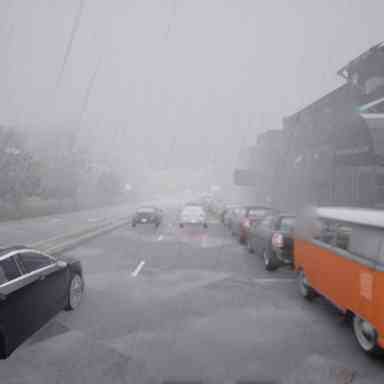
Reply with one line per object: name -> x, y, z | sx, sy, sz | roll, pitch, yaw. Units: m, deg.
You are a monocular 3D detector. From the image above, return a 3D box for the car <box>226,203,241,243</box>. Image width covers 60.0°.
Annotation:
car -> 3.218, 1.498, 17.025 | 2.185, 1.767, 4.553 | 0, 0, 0

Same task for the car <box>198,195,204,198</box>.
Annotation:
car -> 3.175, 1.836, 72.336 | 2.435, 2.045, 5.566 | 0, 0, 0

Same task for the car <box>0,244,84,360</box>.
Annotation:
car -> -3.153, 1.535, 4.991 | 2.128, 1.511, 4.902 | 0, 0, 0

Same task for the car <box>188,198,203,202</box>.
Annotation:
car -> 0.083, 1.857, 41.969 | 1.837, 1.490, 4.892 | 0, -1, 0

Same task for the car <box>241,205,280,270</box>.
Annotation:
car -> 3.220, 1.452, 11.500 | 2.185, 1.767, 4.553 | 0, 0, 0

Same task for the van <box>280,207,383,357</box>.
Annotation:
van -> 3.222, 1.306, 6.124 | 1.878, 1.987, 4.442 | 0, 0, 0

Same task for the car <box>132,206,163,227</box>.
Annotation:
car -> -3.173, 1.730, 24.234 | 1.812, 1.442, 4.674 | 0, -1, 0

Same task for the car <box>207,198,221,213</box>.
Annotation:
car -> 3.207, 1.807, 39.215 | 1.946, 1.575, 5.366 | 0, 0, 0

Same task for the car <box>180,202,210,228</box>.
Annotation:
car -> 0.093, 1.729, 24.071 | 1.812, 1.442, 4.674 | 0, -1, 0

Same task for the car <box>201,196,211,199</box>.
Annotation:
car -> 3.188, 1.995, 61.124 | 2.231, 1.521, 4.892 | 0, 0, 0

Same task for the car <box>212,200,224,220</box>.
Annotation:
car -> 3.213, 1.717, 27.973 | 2.231, 1.521, 4.892 | 0, 0, 0

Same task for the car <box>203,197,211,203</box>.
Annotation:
car -> 3.204, 1.900, 50.267 | 1.946, 1.575, 5.366 | 0, 0, 0

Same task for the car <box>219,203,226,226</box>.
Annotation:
car -> 3.216, 1.709, 22.452 | 2.002, 1.452, 4.674 | 0, 0, 0

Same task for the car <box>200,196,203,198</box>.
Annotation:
car -> 3.183, 2.041, 66.651 | 2.231, 1.521, 4.892 | 0, 0, 0
